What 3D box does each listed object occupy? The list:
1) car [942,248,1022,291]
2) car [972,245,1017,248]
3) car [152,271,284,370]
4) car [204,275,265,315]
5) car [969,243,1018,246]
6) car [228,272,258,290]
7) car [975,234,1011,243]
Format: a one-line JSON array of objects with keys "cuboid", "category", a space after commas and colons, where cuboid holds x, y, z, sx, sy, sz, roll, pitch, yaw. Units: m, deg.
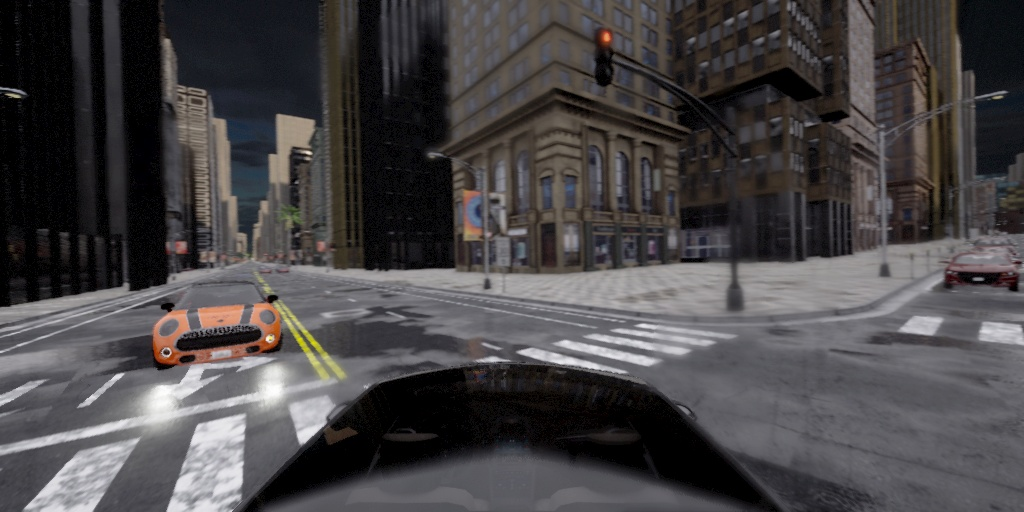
[{"cuboid": [18.548, 0.514, 14.182, 4.507, 1.381, 1.888, 0, 0, -36], "category": "car"}, {"cuboid": [23.028, 0.337, 17.436, 4.403, 1.370, 2.007, 0, 0, -36], "category": "car"}, {"cuboid": [-7.118, 1.408, 8.899, 2.097, 1.767, 4.553, -2, 0, -37], "category": "car"}, {"cuboid": [-13.674, 1.800, 17.836, 2.128, 1.511, 4.902, -2, 0, -36], "category": "car"}, {"cuboid": [27.509, 0.148, 20.690, 4.507, 1.381, 1.888, 0, 0, -36], "category": "car"}, {"cuboid": [-25.363, 2.291, 33.937, 2.033, 1.411, 5.357, -2, 0, -36], "category": "car"}, {"cuboid": [36.471, -0.460, 27.198, 5.009, 1.841, 2.192, 0, 0, -36], "category": "car"}]
